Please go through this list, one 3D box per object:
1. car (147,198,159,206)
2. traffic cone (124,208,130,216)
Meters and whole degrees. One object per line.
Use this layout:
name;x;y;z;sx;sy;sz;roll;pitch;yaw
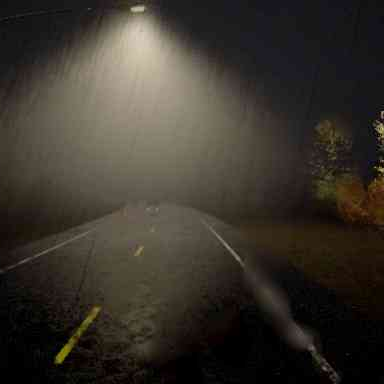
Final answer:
car;-6.918;1.739;58.492;1.895;1.301;4.718;0;0;-9
traffic cone;-6.365;1.974;31.649;0.340;0.580;0.340;0;0;-5
